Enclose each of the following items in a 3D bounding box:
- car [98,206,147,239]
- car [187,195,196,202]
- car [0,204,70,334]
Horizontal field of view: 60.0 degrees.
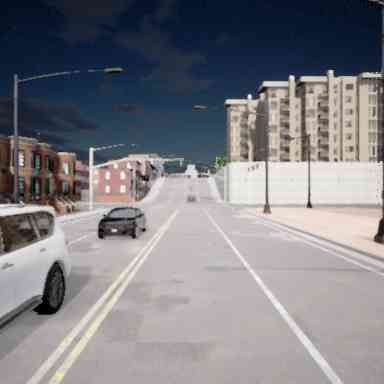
[{"bbox_3d":[-3.607,1.533,17.907,1.882,1.535,5.008,0,0,0],"label":"car"},{"bbox_3d":[-0.120,1.335,77.505,2.128,1.511,4.902,0,5,0],"label":"car"},{"bbox_3d":[-3.606,1.240,4.741,2.150,2.045,5.566,0,0,0],"label":"car"}]
